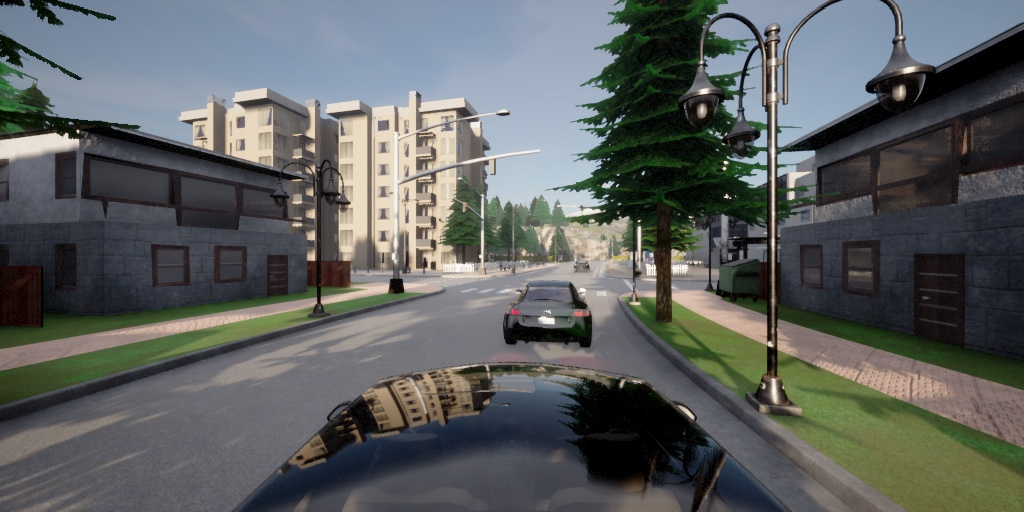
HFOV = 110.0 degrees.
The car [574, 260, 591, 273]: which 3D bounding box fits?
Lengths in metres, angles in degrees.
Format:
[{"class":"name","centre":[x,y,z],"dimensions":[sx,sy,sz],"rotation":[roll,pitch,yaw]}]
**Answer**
[{"class":"car","centre":[8.793,1.276,44.941],"dimensions":[2.128,1.511,4.902],"rotation":[0,0,14]}]

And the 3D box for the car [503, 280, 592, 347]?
[{"class":"car","centre":[1.007,1.314,9.410],"dimensions":[1.994,1.385,4.181],"rotation":[0,0,8]}]
